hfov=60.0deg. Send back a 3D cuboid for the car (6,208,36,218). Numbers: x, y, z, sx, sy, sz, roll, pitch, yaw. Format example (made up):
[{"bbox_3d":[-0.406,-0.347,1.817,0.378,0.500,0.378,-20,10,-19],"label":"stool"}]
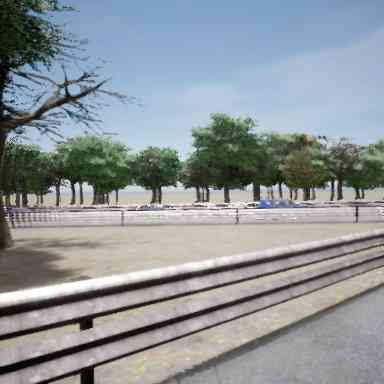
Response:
[{"bbox_3d":[-18.388,2.397,35.931,5.008,1.535,1.882,-1,0,3],"label":"car"}]

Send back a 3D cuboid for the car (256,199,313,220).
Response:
[{"bbox_3d":[9.458,1.722,34.245,5.566,2.045,2.150,-1,0,3],"label":"car"}]

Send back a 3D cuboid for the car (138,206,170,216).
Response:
[{"bbox_3d":[-4.743,2.418,42.118,4.181,1.385,1.994,-1,0,3],"label":"car"}]
